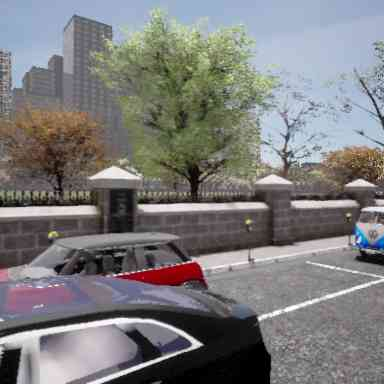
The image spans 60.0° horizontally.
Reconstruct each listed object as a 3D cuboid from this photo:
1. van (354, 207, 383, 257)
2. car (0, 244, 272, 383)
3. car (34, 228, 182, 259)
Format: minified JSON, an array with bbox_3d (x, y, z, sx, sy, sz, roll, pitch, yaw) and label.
[{"bbox_3d":[7.413,1.392,11.845,3.998,1.788,1.690,0,0,-35],"label":"van"},{"bbox_3d":[-1.552,1.491,2.269,4.902,1.511,2.128,0,0,-35],"label":"car"},{"bbox_3d":[-1.754,1.446,5.305,4.097,1.590,1.967,0,0,-36],"label":"car"}]
